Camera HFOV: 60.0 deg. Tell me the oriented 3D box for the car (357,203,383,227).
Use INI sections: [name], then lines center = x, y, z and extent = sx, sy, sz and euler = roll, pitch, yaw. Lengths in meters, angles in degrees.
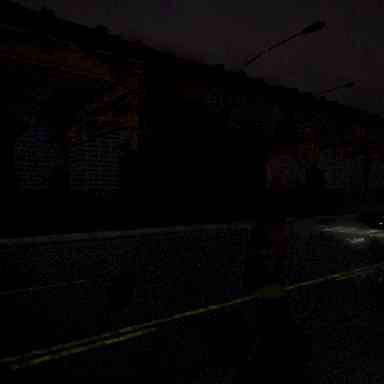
[car]
center = 12.665, 1.477, 21.556
extent = 5.008, 1.535, 1.882
euler = 0, 0, -35
